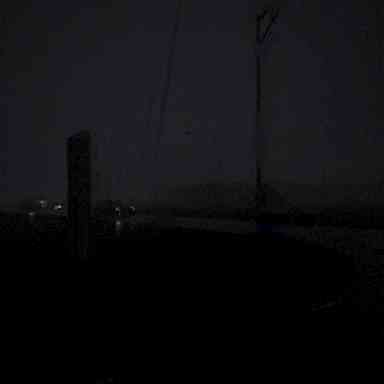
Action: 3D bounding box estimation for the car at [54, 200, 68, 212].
[{"bbox_3d":[-17.080,1.860,45.539,4.902,1.511,2.128,-1,0,43],"label":"car"}]

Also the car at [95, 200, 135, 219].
[{"bbox_3d":[-7.442,1.578,32.068,2.097,1.767,4.553,-1,0,-44],"label":"car"}]

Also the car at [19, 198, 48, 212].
[{"bbox_3d":[-22.658,1.973,46.879,4.892,1.490,1.837,-1,0,42],"label":"car"}]

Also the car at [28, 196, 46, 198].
[{"bbox_3d":[-24.793,1.707,52.514,5.566,2.045,2.150,-1,0,42],"label":"car"}]
